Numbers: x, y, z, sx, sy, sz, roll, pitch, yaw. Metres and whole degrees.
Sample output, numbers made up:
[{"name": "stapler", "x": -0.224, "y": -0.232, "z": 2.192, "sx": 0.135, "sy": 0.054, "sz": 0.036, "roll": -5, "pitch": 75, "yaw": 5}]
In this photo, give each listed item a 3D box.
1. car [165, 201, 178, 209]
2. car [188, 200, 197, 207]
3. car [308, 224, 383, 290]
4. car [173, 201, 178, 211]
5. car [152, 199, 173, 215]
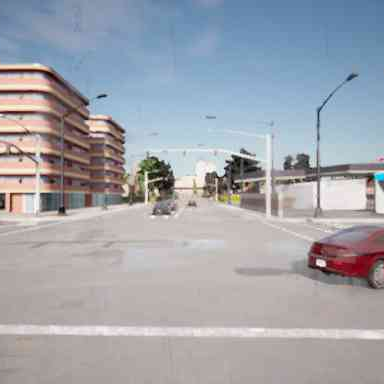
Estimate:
[{"name": "car", "x": -3.526, "y": 2.215, "z": 57.731, "sx": 1.895, "sy": 1.301, "sz": 4.718, "roll": 0, "pitch": -1, "yaw": 1}, {"name": "car", "x": 0.006, "y": 2.269, "z": 68.112, "sx": 2.033, "sy": 1.411, "sz": 5.357, "roll": 0, "pitch": -1, "yaw": 0}, {"name": "car", "x": 5.410, "y": 1.624, "z": 9.168, "sx": 4.674, "sy": 1.442, "sz": 1.812, "roll": 0, "pitch": -2, "yaw": -20}, {"name": "car", "x": -3.569, "y": 1.870, "z": 48.631, "sx": 2.097, "sy": 1.767, "sz": 4.553, "roll": 0, "pitch": -1, "yaw": 0}, {"name": "car", "x": -3.591, "y": 1.925, "z": 39.470, "sx": 1.837, "sy": 1.490, "sz": 4.892, "roll": 0, "pitch": -1, "yaw": 0}]
